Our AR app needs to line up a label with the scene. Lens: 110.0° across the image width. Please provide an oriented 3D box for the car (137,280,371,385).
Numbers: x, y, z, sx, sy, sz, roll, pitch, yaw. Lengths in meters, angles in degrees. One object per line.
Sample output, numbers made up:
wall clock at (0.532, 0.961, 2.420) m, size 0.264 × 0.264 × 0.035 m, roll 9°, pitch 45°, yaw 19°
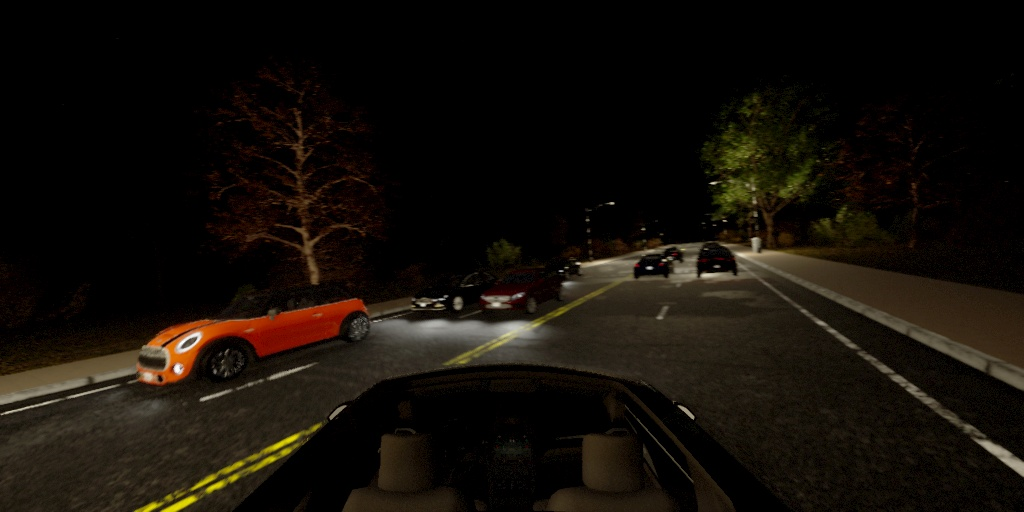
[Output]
car at (-5.873, 1.600, 8.766) m, size 2.097 × 1.767 × 4.553 m, roll -5°, pitch 0°, yaw 28°

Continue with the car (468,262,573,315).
car at (0.566, 1.228, 13.688) m, size 1.812 × 1.442 × 4.674 m, roll -5°, pitch 0°, yaw 28°

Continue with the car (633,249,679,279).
car at (8.778, 0.558, 22.122) m, size 1.994 × 1.385 × 4.181 m, roll -5°, pitch 0°, yaw 30°

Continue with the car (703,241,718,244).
car at (18.170, -0.468, 32.701) m, size 2.097 × 1.767 × 4.553 m, roll -5°, pitch 0°, yaw 29°

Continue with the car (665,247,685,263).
car at (15.482, -0.083, 34.518) m, size 1.837 × 1.490 × 4.892 m, roll -5°, pitch 1°, yaw 29°

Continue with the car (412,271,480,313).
car at (-2.176, 1.473, 15.425) m, size 1.837 × 1.490 × 4.892 m, roll -5°, pitch 0°, yaw 28°

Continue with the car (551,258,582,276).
car at (3.730, 0.931, 26.493) m, size 1.837 × 1.490 × 4.892 m, roll -5°, pitch -1°, yaw 29°

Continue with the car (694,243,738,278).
car at (11.276, 0.258, 19.924) m, size 1.882 × 1.535 × 5.008 m, roll -5°, pitch 0°, yaw 28°
